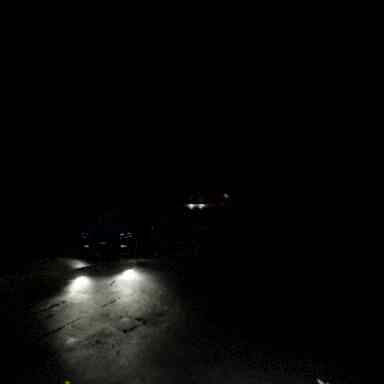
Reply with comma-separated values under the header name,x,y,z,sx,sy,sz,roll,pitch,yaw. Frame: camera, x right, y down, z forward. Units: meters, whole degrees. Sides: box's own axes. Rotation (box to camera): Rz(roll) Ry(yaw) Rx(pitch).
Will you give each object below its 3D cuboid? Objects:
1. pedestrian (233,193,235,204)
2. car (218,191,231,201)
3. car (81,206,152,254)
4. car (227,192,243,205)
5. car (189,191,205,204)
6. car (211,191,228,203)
name,x,y,z,sx,sy,sz,roll,pitch,yaw
pedestrian,6.595,0.965,51.828,0.375,1.860,0.375,-1,1,-7
car,7.270,0.806,73.933,2.150,2.045,5.566,0,0,11
car,-2.797,1.372,13.249,1.882,1.535,5.008,0,0,2
car,6.573,1.106,49.449,1.970,1.475,3.806,0,0,8
car,0.900,0.890,54.384,2.150,2.045,5.566,0,0,9
car,4.831,1.025,60.773,2.097,1.767,4.553,0,0,11
